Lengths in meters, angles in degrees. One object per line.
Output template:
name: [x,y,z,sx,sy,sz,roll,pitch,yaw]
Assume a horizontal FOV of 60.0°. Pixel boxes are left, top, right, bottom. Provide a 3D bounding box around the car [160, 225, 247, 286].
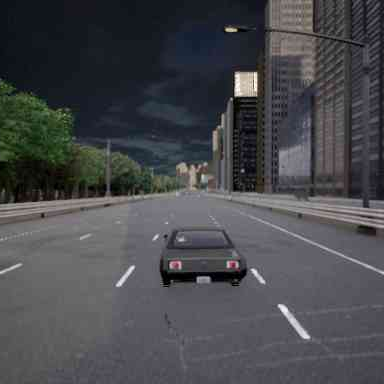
car: [0.153,1.576,9.284,1.895,1.301,4.718,0,0,-3]
